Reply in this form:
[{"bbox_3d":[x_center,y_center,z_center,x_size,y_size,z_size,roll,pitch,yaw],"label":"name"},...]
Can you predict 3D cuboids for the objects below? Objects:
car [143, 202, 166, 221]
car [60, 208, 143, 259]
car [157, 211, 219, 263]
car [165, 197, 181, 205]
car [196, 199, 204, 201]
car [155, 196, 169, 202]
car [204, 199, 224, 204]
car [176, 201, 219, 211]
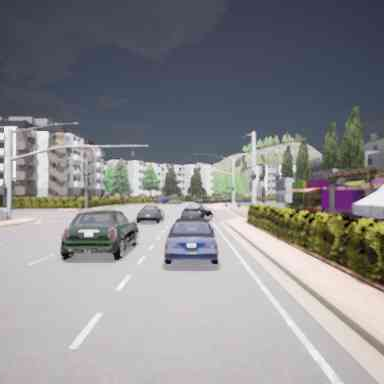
[{"bbox_3d":[-3.494,1.864,28.571,1.994,1.385,4.181,0,-1,1],"label":"car"},{"bbox_3d":[-3.496,1.493,13.418,2.097,1.767,4.553,0,-1,0],"label":"car"},{"bbox_3d":[-0.004,1.680,12.534,2.033,1.411,5.357,0,-1,0],"label":"car"},{"bbox_3d":[-4.252,2.450,81.732,1.895,1.301,4.718,0,-1,18],"label":"car"},{"bbox_3d":[2.677,2.473,88.016,1.994,1.385,4.181,0,-1,31],"label":"car"},{"bbox_3d":[-7.231,2.101,83.812,2.150,2.045,5.566,0,-1,22],"label":"car"},{"bbox_3d":[5.766,2.427,86.326,1.812,1.442,4.674,0,-1,34],"label":"car"},{"bbox_3d":[0.541,1.790,28.321,2.128,1.511,4.902,0,-1,15],"label":"car"}]
